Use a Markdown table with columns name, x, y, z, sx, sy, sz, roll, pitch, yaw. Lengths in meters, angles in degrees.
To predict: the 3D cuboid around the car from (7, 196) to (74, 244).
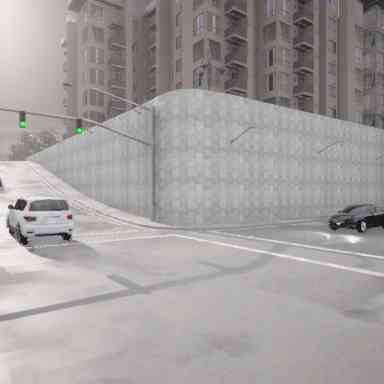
| name | x | y | z | sx | sy | sz | roll | pitch | yaw |
| --- | --- | --- | --- | --- | --- | --- | --- | --- | --- |
| car | -7.473 | 1.209 | 16.188 | 2.150 | 2.045 | 5.566 | 0 | 1 | -36 |

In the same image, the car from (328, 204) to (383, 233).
| name | x | y | z | sx | sy | sz | roll | pitch | yaw |
| --- | --- | --- | --- | --- | --- | --- | --- | --- | --- |
| car | 10.057 | 1.505 | 19.779 | 4.892 | 1.490 | 1.837 | 0 | 0 | -36 |

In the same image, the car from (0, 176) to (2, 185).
| name | x | y | z | sx | sy | sz | roll | pitch | yaw |
| --- | --- | --- | --- | --- | --- | --- | --- | --- | --- |
| car | -22.289 | -1.686 | 36.791 | 1.994 | 1.385 | 4.181 | 0 | 12 | -36 |
